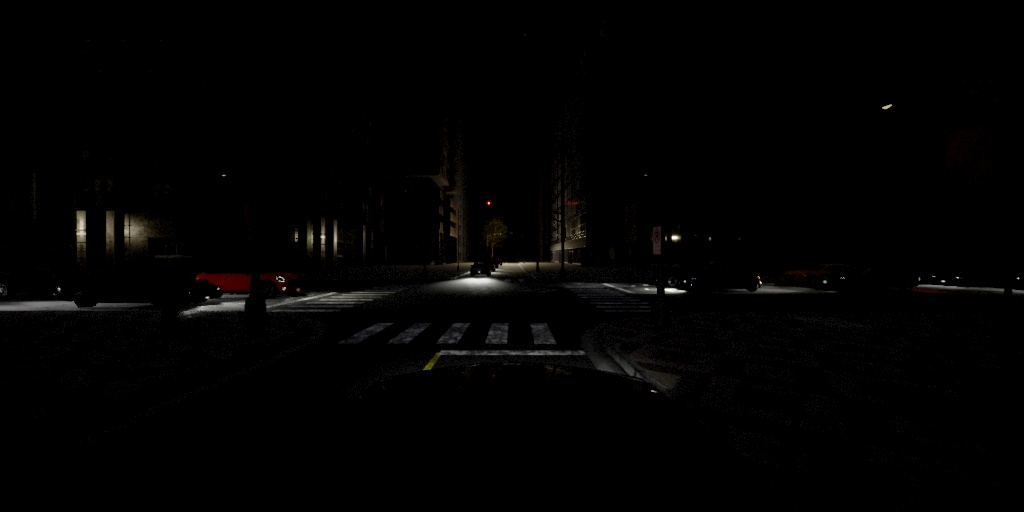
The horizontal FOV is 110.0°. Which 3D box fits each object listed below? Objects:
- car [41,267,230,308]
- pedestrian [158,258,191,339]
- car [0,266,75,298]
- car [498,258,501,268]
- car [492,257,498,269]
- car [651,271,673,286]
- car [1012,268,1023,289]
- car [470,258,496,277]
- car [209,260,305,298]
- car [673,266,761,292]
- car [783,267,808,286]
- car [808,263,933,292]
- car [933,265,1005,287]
[{"bbox_3d":[-15.002,1.293,14.537,5.357,1.411,2.033,0,0,0],"label":"car"},{"bbox_3d":[-7.331,0.892,7.861,0.375,1.860,0.375,0,0,0],"label":"pedestrian"},{"bbox_3d":[-22.671,1.227,17.819,4.902,1.511,2.128,0,0,0],"label":"car"},{"bbox_3d":[-3.115,1.311,56.046,1.994,1.385,4.181,0,0,0],"label":"car"},{"bbox_3d":[-3.103,1.252,46.061,1.837,1.490,4.892,0,0,0],"label":"car"},{"bbox_3d":[12.095,1.354,24.377,4.718,1.301,1.895,0,0,3],"label":"car"},{"bbox_3d":[32.721,1.313,21.029,4.674,1.442,1.812,0,0,1],"label":"car"},{"bbox_3d":[-3.085,1.239,36.106,2.128,1.511,4.902,0,0,0],"label":"car"},{"bbox_3d":[-12.844,1.092,17.779,4.553,1.767,2.097,0,0,0],"label":"car"},{"bbox_3d":[12.184,1.323,21.125,4.181,1.385,1.994,0,0,0],"label":"car"},{"bbox_3d":[21.230,1.242,24.335,5.008,1.535,1.882,0,0,0],"label":"car"},{"bbox_3d":[20.880,1.262,21.087,4.902,1.511,2.128,0,0,0],"label":"car"},{"bbox_3d":[31.890,1.327,24.285,5.357,1.411,2.033,0,0,0],"label":"car"}]
